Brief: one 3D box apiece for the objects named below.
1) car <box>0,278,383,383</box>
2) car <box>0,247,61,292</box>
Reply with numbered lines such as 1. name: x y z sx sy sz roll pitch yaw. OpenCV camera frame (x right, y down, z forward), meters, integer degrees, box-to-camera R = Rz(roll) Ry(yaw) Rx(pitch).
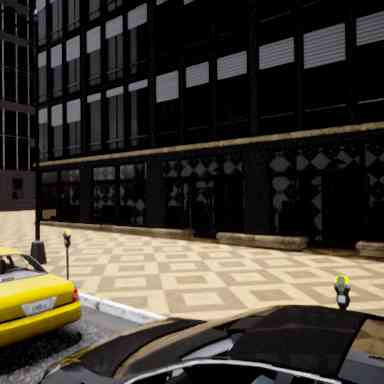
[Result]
1. car: 0.678 1.566 2.363 4.313 1.339 1.947 0 -1 36
2. car: -3.957 1.524 5.877 4.829 1.417 1.752 0 -1 35
